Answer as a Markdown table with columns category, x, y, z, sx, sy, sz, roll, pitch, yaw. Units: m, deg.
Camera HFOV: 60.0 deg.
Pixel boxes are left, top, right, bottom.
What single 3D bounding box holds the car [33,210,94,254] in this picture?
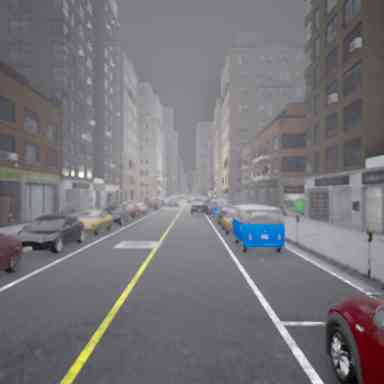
| category | x | y | z | sx | sy | sz | roll | pitch | yaw |
| --- | --- | --- | --- | --- | --- | --- | --- | --- | --- |
| car | -5.863 | 1.662 | 14.032 | 1.947 | 1.339 | 4.313 | 0 | 0 | 0 |

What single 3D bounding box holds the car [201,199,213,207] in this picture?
| category | x | y | z | sx | sy | sz | roll | pitch | yaw |
| --- | --- | --- | --- | --- | --- | --- | --- | --- | --- |
| car | 2.647 | 1.941 | 59.394 | 2.008 | 1.369 | 4.403 | 0 | 0 | 0 |

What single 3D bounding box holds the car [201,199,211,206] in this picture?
| category | x | y | z | sx | sy | sz | roll | pitch | yaw |
| --- | --- | --- | --- | --- | --- | --- | --- | --- | --- |
| car | 2.645 | 2.006 | 65.064 | 1.802 | 1.307 | 4.206 | 0 | 0 | 0 |

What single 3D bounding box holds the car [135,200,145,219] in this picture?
| category | x | y | z | sx | sy | sz | roll | pitch | yaw |
| --- | --- | --- | --- | --- | --- | --- | --- | --- | --- |
| car | -5.869 | 1.753 | 31.036 | 1.887 | 1.381 | 4.507 | 0 | 0 | 0 |

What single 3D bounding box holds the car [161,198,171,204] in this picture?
| category | x | y | z | sx | sy | sz | roll | pitch | yaw |
| --- | --- | --- | --- | --- | --- | --- | --- | --- | --- |
| car | -5.885 | 2.036 | 76.382 | 2.008 | 1.369 | 4.403 | 0 | 0 | 0 |

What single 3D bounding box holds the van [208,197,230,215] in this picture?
| category | x | y | z | sx | sy | sz | roll | pitch | yaw |
| --- | --- | --- | --- | --- | --- | --- | --- | --- | --- |
| van | 2.657 | 1.550 | 31.050 | 1.690 | 1.788 | 3.998 | 0 | 0 | 0 |

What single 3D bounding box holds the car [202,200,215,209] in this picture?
| category | x | y | z | sx | sy | sz | roll | pitch | yaw |
| --- | --- | --- | --- | --- | --- | --- | --- | --- | --- |
| car | 2.648 | 1.920 | 53.725 | 1.947 | 1.339 | 4.313 | 0 | 0 | 0 |

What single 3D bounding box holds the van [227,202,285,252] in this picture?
| category | x | y | z | sx | sy | sz | roll | pitch | yaw |
| --- | --- | --- | --- | --- | --- | --- | --- | --- | --- |
| van | 2.663 | 1.438 | 14.042 | 1.690 | 1.788 | 3.998 | 0 | 0 | 0 |

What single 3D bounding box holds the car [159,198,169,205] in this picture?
| category | x | y | z | sx | sy | sz | roll | pitch | yaw |
| --- | --- | --- | --- | --- | --- | --- | --- | --- | --- |
| car | -5.883 | 1.979 | 70.545 | 1.752 | 1.417 | 4.829 | 0 | 0 | 0 |

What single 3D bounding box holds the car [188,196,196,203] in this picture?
| category | x | y | z | sx | sy | sz | roll | pitch | yaw |
| --- | --- | --- | --- | --- | --- | --- | --- | --- | --- |
| car | -0.030 | 1.806 | 81.622 | 1.882 | 1.535 | 5.008 | 0 | 0 | 0 |

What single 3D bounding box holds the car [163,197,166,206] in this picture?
| category | x | y | z | sx | sy | sz | roll | pitch | yaw |
| --- | --- | --- | --- | --- | --- | --- | --- | --- | --- |
| car | -5.877 | 1.904 | 53.709 | 2.008 | 1.369 | 4.403 | 0 | 0 | 0 |

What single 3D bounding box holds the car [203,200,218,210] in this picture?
| category | x | y | z | sx | sy | sz | roll | pitch | yaw |
| --- | --- | --- | --- | --- | --- | --- | --- | --- | --- |
| car | 2.651 | 1.884 | 48.057 | 1.947 | 1.339 | 4.313 | 0 | 0 | 0 |

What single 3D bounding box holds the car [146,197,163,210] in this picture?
| category | x | y | z | sx | sy | sz | roll | pitch | yaw |
| --- | --- | --- | --- | --- | --- | --- | --- | --- | --- |
| car | -5.875 | 1.632 | 48.043 | 2.192 | 1.841 | 5.009 | 0 | 0 | 0 |

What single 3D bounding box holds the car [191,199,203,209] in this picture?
| category | x | y | z | sx | sy | sz | roll | pitch | yaw |
| --- | --- | --- | --- | --- | --- | --- | --- | --- | --- |
| car | 0.766 | 1.856 | 53.358 | 1.837 | 1.490 | 4.892 | 0 | 0 | 0 |

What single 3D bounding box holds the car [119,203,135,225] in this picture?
| category | x | y | z | sx | sy | sz | roll | pitch | yaw |
| --- | --- | --- | --- | --- | --- | --- | --- | --- | --- |
| car | -5.867 | 1.737 | 25.368 | 1.947 | 1.339 | 4.313 | 0 | 0 | 0 |

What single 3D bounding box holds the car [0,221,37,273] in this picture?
| category | x | y | z | sx | sy | sz | roll | pitch | yaw |
| --- | --- | --- | --- | --- | --- | --- | --- | --- | --- |
| car | -5.861 | 1.640 | 8.364 | 1.802 | 1.307 | 4.206 | 0 | 0 | 0 |

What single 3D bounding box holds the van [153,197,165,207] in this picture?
| category | x | y | z | sx | sy | sz | roll | pitch | yaw |
| --- | --- | --- | --- | --- | --- | --- | --- | --- | --- |
| van | -5.879 | 1.731 | 59.378 | 1.690 | 1.788 | 3.998 | 0 | 0 | 0 |

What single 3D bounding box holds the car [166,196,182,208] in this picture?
| category | x | y | z | sx | sy | sz | roll | pitch | yaw |
| --- | --- | --- | --- | --- | --- | --- | --- | --- | --- |
| car | -3.070 | 1.872 | 55.980 | 1.837 | 1.490 | 4.892 | 0 | 0 | 1 |

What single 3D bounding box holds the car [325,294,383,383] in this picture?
| category | x | y | z | sx | sy | sz | roll | pitch | yaw |
| --- | --- | --- | --- | --- | --- | --- | --- | --- | --- |
| car | 2.667 | 1.460 | 2.703 | 1.967 | 1.590 | 4.097 | 0 | 0 | 0 |

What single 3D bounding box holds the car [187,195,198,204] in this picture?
| category | x | y | z | sx | sy | sz | roll | pitch | yaw |
| --- | --- | --- | --- | --- | --- | --- | --- | --- | --- |
| car | -0.026 | 1.828 | 71.725 | 1.994 | 1.385 | 4.181 | 0 | 0 | 0 |

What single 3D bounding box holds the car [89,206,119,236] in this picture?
| category | x | y | z | sx | sy | sz | roll | pitch | yaw |
| --- | --- | --- | --- | --- | --- | --- | --- | --- | --- |
| car | -5.865 | 1.658 | 19.530 | 1.752 | 1.417 | 4.829 | 0 | 0 | 0 |

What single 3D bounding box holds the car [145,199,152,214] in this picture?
| category | x | y | z | sx | sy | sz | roll | pitch | yaw |
| --- | --- | --- | --- | --- | --- | --- | --- | --- | --- |
| car | -5.871 | 1.769 | 36.535 | 1.752 | 1.417 | 4.829 | 0 | 0 | 0 |

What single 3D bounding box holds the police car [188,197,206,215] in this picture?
| category | x | y | z | sx | sy | sz | roll | pitch | yaw |
| --- | --- | --- | --- | --- | --- | --- | --- | --- | --- |
| police car | 0.784 | 1.675 | 37.454 | 1.930 | 1.638 | 5.238 | 0 | 0 | -1 |

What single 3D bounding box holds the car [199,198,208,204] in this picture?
| category | x | y | z | sx | sy | sz | roll | pitch | yaw |
| --- | --- | --- | --- | --- | --- | --- | --- | --- | --- |
| car | 2.640 | 2.012 | 76.573 | 1.752 | 1.417 | 4.829 | 0 | 0 | 0 |

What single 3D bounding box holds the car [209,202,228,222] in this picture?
| category | x | y | z | sx | sy | sz | roll | pitch | yaw |
| --- | --- | --- | --- | --- | --- | --- | --- | --- | --- |
| car | 2.659 | 1.723 | 25.379 | 2.008 | 1.369 | 4.403 | 0 | 0 | 0 |

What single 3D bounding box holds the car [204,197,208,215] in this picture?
| category | x | y | z | sx | sy | sz | roll | pitch | yaw |
| --- | --- | --- | --- | --- | --- | --- | --- | --- | --- |
| car | 2.655 | 1.685 | 36.719 | 1.967 | 1.590 | 4.097 | 0 | 0 | 0 |

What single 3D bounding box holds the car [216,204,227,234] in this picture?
| category | x | y | z | sx | sy | sz | roll | pitch | yaw |
| --- | --- | --- | --- | --- | --- | --- | --- | --- | --- |
| car | 2.661 | 1.661 | 19.880 | 1.752 | 1.417 | 4.829 | 0 | 0 | 0 |

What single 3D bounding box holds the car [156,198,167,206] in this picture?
| category | x | y | z | sx | sy | sz | roll | pitch | yaw |
| --- | --- | --- | --- | --- | --- | --- | --- | --- | --- |
| car | -5.881 | 1.948 | 64.876 | 1.752 | 1.417 | 4.829 | 0 | 0 | 0 |
